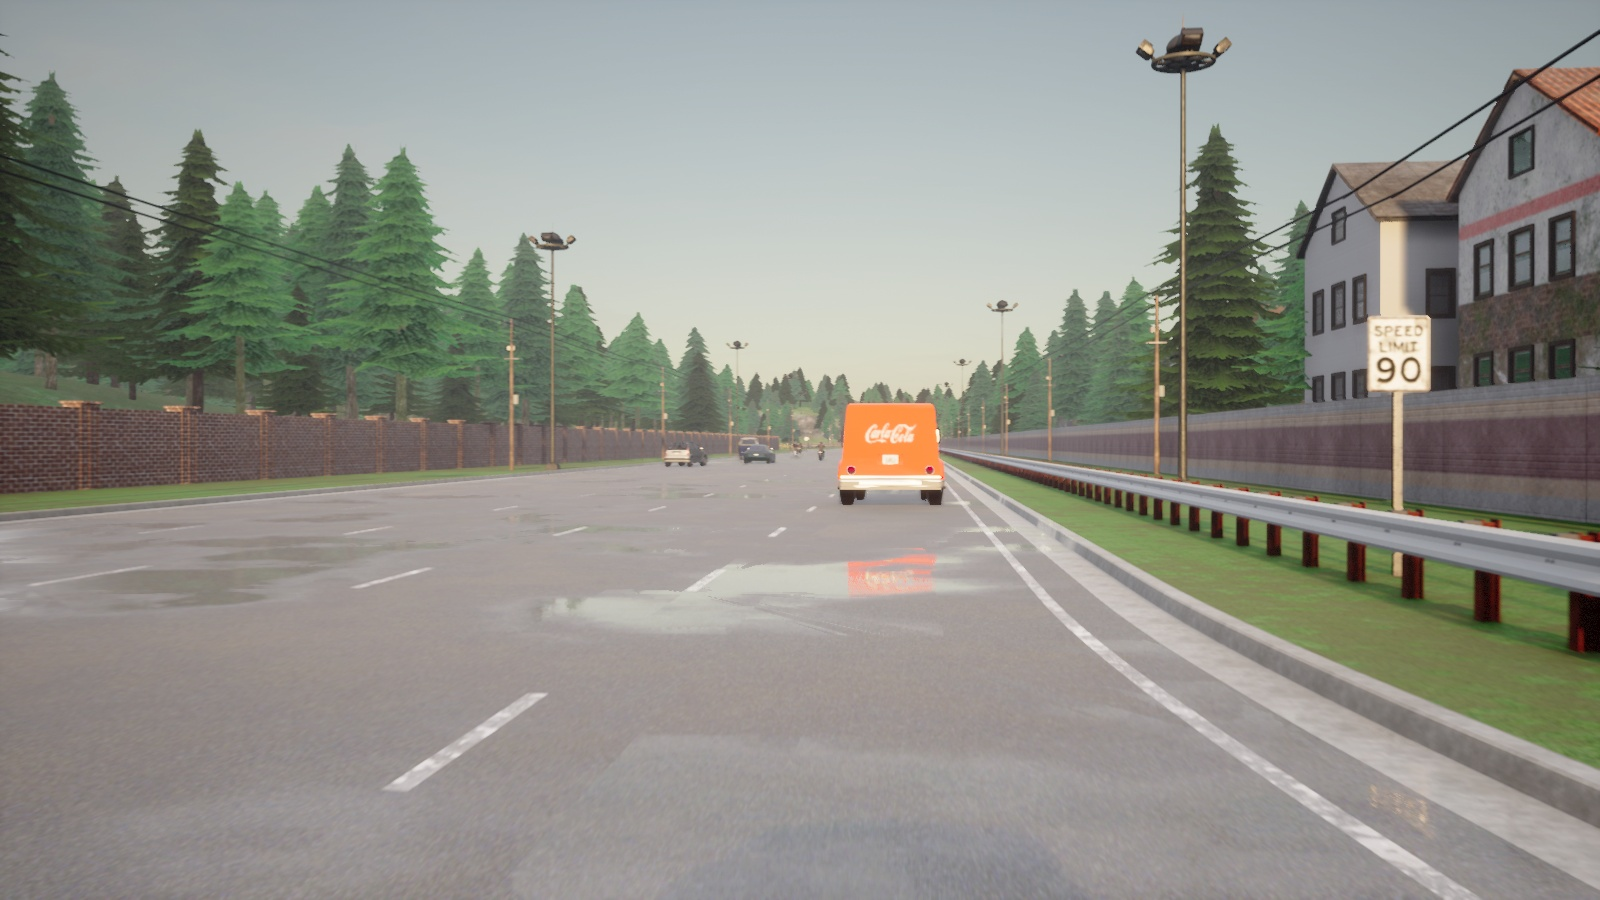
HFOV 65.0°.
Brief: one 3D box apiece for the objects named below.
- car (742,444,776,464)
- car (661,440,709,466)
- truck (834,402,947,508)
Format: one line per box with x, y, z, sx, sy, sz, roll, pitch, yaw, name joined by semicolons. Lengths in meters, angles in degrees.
-3.000;0.290;91.734;1.994;1.385;4.181;0;0;5;car
-7.262;0.187;79.753;1.851;1.617;3.988;0;0;14;car
2.324;0.087;31.871;2.627;2.467;5.204;0;1;5;truck
